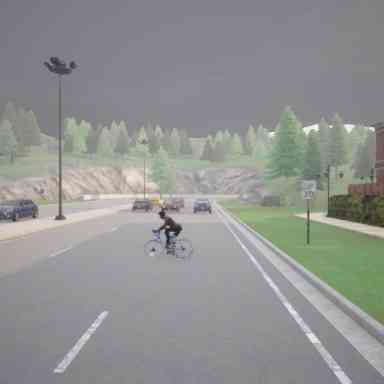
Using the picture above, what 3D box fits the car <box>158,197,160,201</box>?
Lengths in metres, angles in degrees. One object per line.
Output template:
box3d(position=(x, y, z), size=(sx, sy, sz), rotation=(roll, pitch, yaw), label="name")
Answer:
box3d(position=(-5.480, 1.477, 50.236), size=(1.882, 1.535, 5.008), rotation=(0, 0, 2), label="car")

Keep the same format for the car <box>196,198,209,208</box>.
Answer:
box3d(position=(1.565, 1.600, 49.628), size=(1.895, 1.301, 4.718), rotation=(0, 0, 2), label="car")

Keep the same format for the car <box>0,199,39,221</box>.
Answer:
box3d(position=(-14.325, 1.352, 26.791), size=(2.097, 1.767, 4.553), rotation=(0, 0, 2), label="car")

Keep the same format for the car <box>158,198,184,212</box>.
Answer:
box3d(position=(-2.327, 1.600, 37.922), size=(1.895, 1.301, 4.718), rotation=(0, 0, 2), label="car")

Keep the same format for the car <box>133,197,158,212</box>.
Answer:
box3d(position=(-5.774, 1.491, 39.521), size=(2.128, 1.511, 4.902), rotation=(0, 0, 2), label="car")

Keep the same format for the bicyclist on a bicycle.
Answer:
box3d(position=(-0.804, 1.452, 11.057), size=(1.656, 1.620, 0.582), rotation=(-2, 0, 2), label="bicyclist on a bicycle")

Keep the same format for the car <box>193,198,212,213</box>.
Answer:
box3d(position=(1.156, 1.526, 36.226), size=(1.812, 1.442, 4.674), rotation=(0, -1, 2), label="car")
